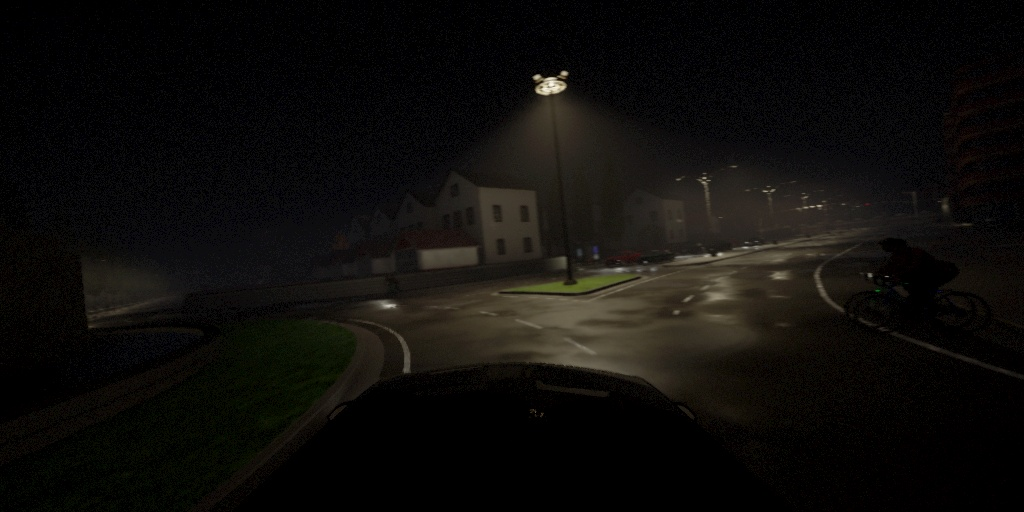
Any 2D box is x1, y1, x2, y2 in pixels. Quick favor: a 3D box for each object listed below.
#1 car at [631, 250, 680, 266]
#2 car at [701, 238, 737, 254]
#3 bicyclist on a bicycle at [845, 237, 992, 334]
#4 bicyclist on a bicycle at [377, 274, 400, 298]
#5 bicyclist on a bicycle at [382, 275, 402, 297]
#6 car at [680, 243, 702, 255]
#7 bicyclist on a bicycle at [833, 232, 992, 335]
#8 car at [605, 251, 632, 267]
[{"bbox_3d":[14.004,0.100,34.801,4.718,1.301,1.895,-6,0,-41],"label":"car"},{"bbox_3d":[26.645,-1.245,46.060,5.008,1.535,1.882,-6,0,-41],"label":"car"},{"bbox_3d":[6.732,0.507,5.989,1.656,1.620,0.582,-6,-2,26],"label":"bicyclist on a bicycle"},{"bbox_3d":[-9.341,2.274,27.246,0.582,1.620,1.656,-6,0,22],"label":"bicyclist on a bicycle"},{"bbox_3d":[-8.880,2.227,27.056,0.582,1.620,1.656,-6,0,23],"label":"bicyclist on a bicycle"},{"bbox_3d":[24.507,-1.001,48.824,4.902,1.511,2.128,-6,0,-41],"label":"car"},{"bbox_3d":[6.868,0.482,6.277,1.656,1.620,0.582,-5,-1,28],"label":"bicyclist on a bicycle"},{"bbox_3d":[11.626,0.230,37.373,5.008,1.535,1.882,-6,0,-41],"label":"car"}]
